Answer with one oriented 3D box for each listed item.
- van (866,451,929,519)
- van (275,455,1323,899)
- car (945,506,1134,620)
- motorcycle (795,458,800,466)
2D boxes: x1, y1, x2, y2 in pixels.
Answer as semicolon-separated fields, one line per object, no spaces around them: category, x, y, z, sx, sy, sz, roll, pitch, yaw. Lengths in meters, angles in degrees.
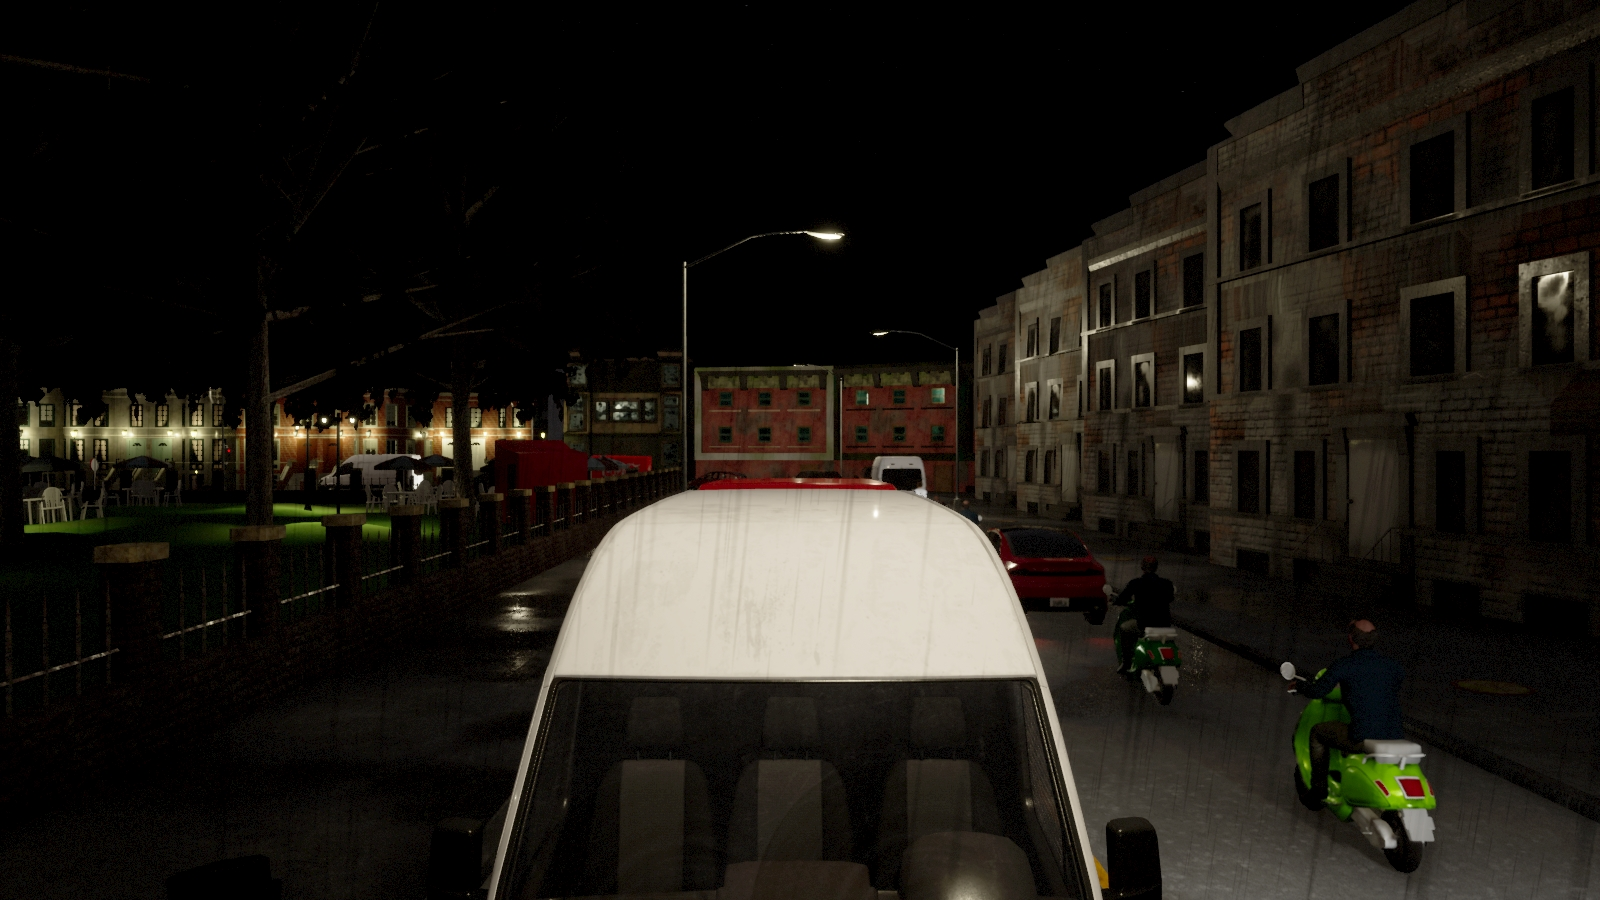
van;3.855;1.314;46.135;1.988;2.561;5.915;0;0;0
van;-0.006;1.314;5.127;1.988;2.561;5.915;0;0;0
car;3.944;1.841;19.800;2.231;1.480;4.892;0;0;0
motorcycle;-0.384;1.962;183.190;0.856;1.236;1.805;0;0;0
